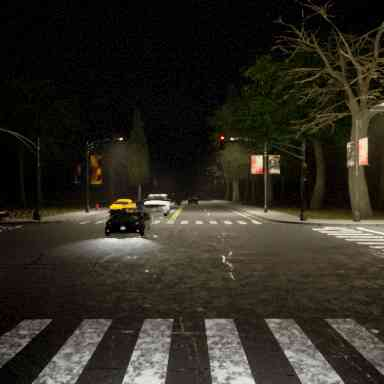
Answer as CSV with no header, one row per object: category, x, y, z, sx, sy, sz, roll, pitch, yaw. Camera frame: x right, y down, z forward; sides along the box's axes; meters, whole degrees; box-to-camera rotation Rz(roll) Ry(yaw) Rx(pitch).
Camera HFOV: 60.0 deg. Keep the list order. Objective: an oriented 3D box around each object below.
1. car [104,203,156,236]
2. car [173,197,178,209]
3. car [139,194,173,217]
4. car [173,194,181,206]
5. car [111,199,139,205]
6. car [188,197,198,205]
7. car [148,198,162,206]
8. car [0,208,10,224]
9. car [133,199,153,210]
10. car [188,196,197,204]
car,-3.324,1.543,17.966,1.994,1.385,4.181,0,0,0
car,-3.292,1.665,45.710,1.895,1.301,4.718,0,0,0
car,-3.308,1.240,31.892,2.150,2.045,5.566,0,0,0
car,-3.240,1.390,60.151,2.150,2.045,5.566,0,-1,1
car,-6.561,1.496,32.027,1.882,1.535,5.008,0,0,0
car,0.174,1.673,62.283,2.128,1.511,4.902,0,0,0
car,-6.502,1.751,58.297,1.895,1.301,4.718,0,0,0
car,-13.591,1.432,19.774,4.902,1.511,2.128,0,1,-11
car,-6.541,1.624,44.898,1.994,1.385,4.181,0,0,0
car,0.135,1.740,72.650,1.882,1.535,5.008,0,0,0
